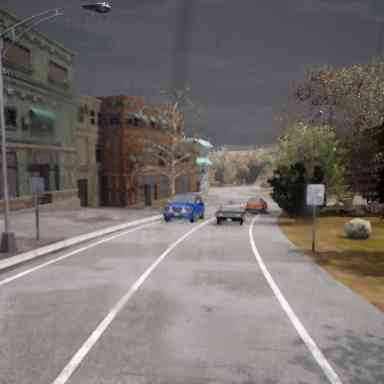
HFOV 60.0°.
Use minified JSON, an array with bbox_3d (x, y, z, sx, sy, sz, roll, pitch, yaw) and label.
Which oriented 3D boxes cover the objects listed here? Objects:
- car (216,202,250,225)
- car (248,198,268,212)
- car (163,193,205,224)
[{"bbox_3d":[2.985,1.599,24.546,1.895,1.301,4.718,1,0,12],"label":"car"},{"bbox_3d":[8.156,1.480,41.503,2.097,1.767,4.553,2,0,20],"label":"car"},{"bbox_3d":[-0.442,1.141,24.934,2.150,2.045,5.566,1,0,13],"label":"car"}]
